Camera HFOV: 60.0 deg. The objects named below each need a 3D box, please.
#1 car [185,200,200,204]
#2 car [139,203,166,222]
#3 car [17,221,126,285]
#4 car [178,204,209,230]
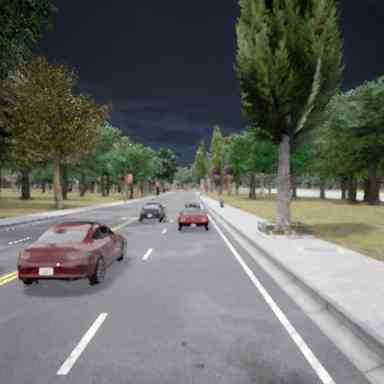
[{"bbox_3d":[0.074,1.696,42.461,1.895,1.301,4.718,0,0,0],"label":"car"},{"bbox_3d":[-3.153,1.614,27.210,1.812,1.442,4.674,0,0,0],"label":"car"},{"bbox_3d":[-3.154,1.560,9.488,1.812,1.442,4.674,0,0,0],"label":"car"},{"bbox_3d":[0.088,1.674,21.768,1.895,1.301,4.718,0,0,0],"label":"car"}]
